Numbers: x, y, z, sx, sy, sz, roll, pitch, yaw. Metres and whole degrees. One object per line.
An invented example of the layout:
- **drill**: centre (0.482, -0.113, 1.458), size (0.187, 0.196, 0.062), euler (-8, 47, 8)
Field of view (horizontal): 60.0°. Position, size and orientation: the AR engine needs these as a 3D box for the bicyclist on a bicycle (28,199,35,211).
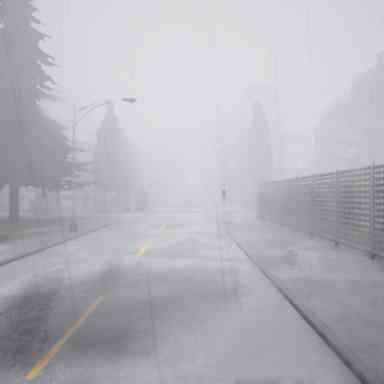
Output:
- **bicyclist on a bicycle**: centre (-21.572, 1.767, 44.730), size (0.582, 1.620, 1.656), euler (0, 0, 0)
